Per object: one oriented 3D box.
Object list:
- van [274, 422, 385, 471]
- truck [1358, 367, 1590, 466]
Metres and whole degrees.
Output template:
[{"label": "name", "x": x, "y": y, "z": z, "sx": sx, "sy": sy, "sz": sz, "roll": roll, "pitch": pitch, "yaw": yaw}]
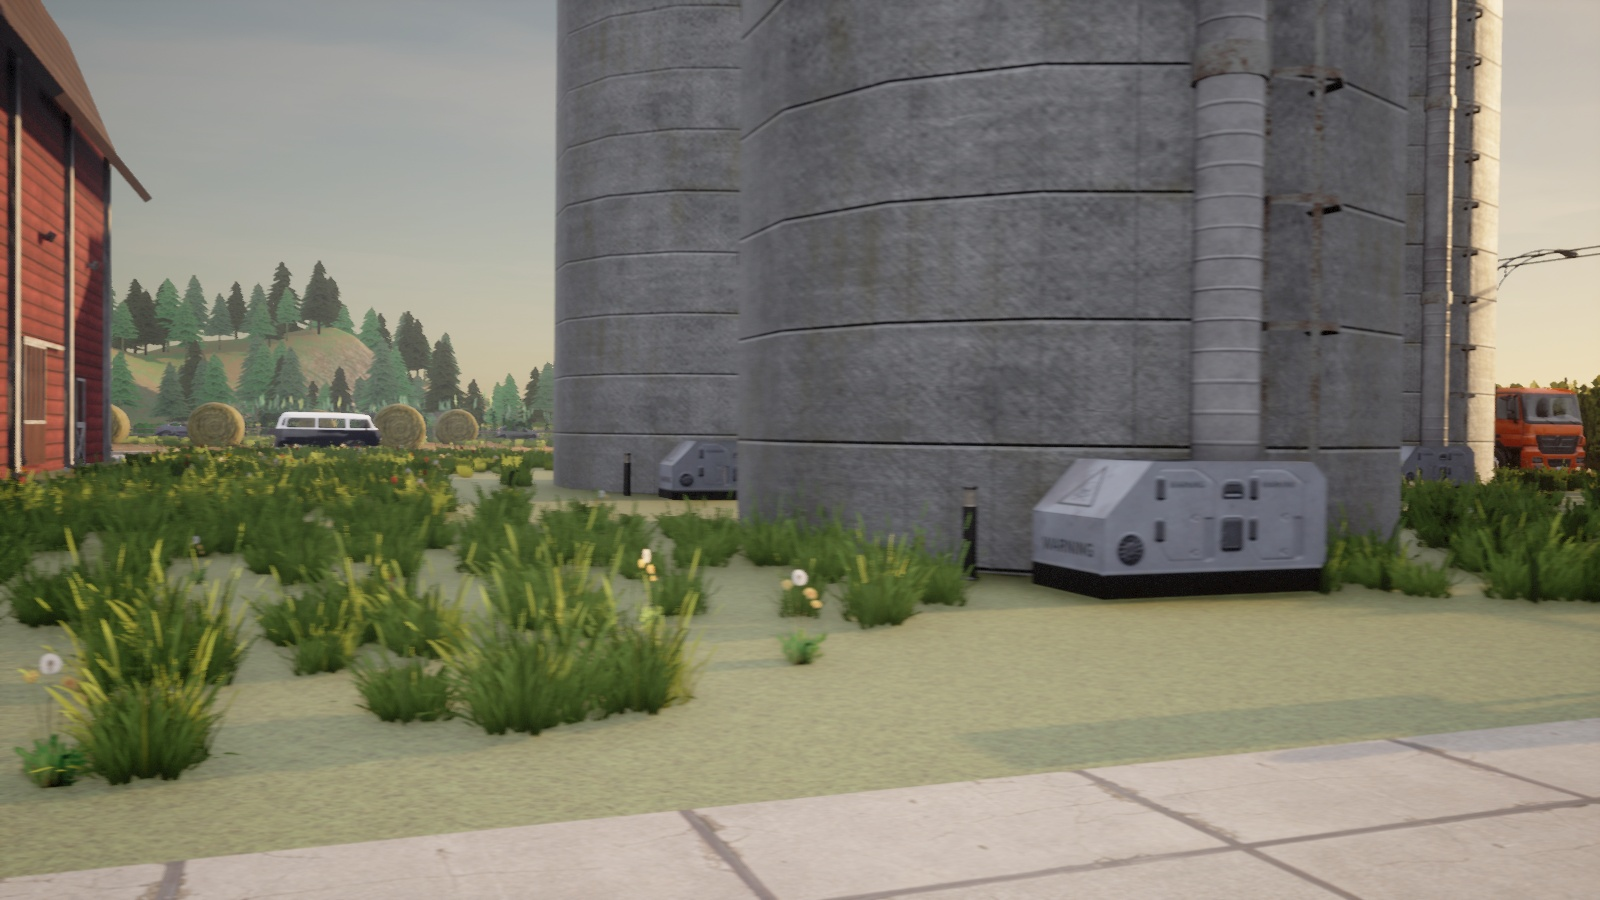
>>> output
[{"label": "van", "x": -20.645, "y": -0.180, "z": 55.201, "sx": 4.480, "sy": 2.038, "sz": 2.069, "roll": -1, "pitch": 1, "yaw": -21}, {"label": "truck", "x": 25.600, "y": -1.246, "z": 48.267, "sx": 2.891, "sy": 3.462, "sz": 7.936, "roll": -1, "pitch": 1, "yaw": -20}]
